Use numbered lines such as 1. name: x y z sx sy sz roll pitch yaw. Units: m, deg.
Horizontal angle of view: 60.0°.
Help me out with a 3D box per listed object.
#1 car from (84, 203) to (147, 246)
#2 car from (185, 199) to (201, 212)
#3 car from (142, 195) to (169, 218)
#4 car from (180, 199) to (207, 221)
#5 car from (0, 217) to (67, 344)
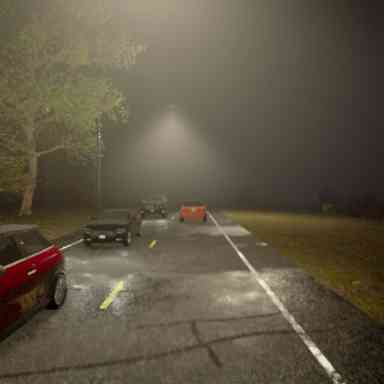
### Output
1. car: -3.561 1.520 15.744 1.882 1.535 5.008 0 0 0
2. car: 0.143 1.651 42.181 1.812 1.442 4.674 0 0 1
3. car: -3.440 1.309 31.806 2.150 2.045 5.566 0 0 0
4. car: 0.119 1.432 27.738 2.097 1.767 4.553 0 0 0
5. car: -3.592 1.363 4.865 2.097 1.767 4.553 0 0 0
